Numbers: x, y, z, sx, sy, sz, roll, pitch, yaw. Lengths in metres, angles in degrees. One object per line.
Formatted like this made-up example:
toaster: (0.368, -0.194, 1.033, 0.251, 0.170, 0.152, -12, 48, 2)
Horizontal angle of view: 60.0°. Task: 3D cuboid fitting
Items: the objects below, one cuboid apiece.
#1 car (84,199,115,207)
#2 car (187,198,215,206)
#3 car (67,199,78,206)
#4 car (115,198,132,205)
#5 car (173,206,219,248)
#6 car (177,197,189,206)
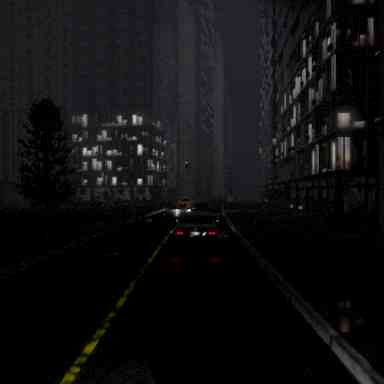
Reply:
car: (-15.436, 1.781, 54.423, 4.403, 1.369, 2.008, -1, 0, 13)
car: (0.897, 1.505, 29.538, 1.837, 1.490, 4.892, 0, 0, 3)
car: (-24.428, 2.026, 65.189, 4.313, 1.339, 1.947, -1, 1, 13)
car: (-13.487, 1.812, 62.573, 4.403, 1.369, 2.008, -1, 1, 13)
car: (0.224, 1.559, 14.600, 2.033, 1.411, 5.357, 0, 0, 2)
car: (-0.911, 1.483, 45.377, 1.882, 1.535, 5.008, 0, 0, 5)
